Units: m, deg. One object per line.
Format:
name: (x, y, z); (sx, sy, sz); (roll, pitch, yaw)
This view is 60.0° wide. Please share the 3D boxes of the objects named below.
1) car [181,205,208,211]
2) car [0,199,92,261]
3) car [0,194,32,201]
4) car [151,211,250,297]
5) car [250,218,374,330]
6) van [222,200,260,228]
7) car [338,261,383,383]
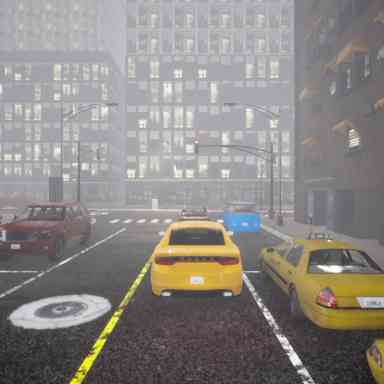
car: (0.133, 1.497, 19.095); (2.128, 1.511, 4.902); (0, 0, 0)
car: (-5.292, 1.318, 12.495); (2.192, 1.841, 5.009); (0, 0, 0)
car: (-20.815, 1.112, 38.136); (5.009, 1.841, 2.192); (1, -1, 0)
car: (0.112, 1.479, 8.623); (1.882, 1.535, 5.008); (0, 0, 0)
car: (2.579, 1.527, 7.012); (1.752, 1.417, 4.829); (0, 0, 0)
van: (2.597, 1.346, 18.122); (1.690, 1.788, 3.998); (0, 0, 0)
car: (2.570, 1.525, 1.372); (1.752, 1.417, 4.829); (0, 0, 0)
